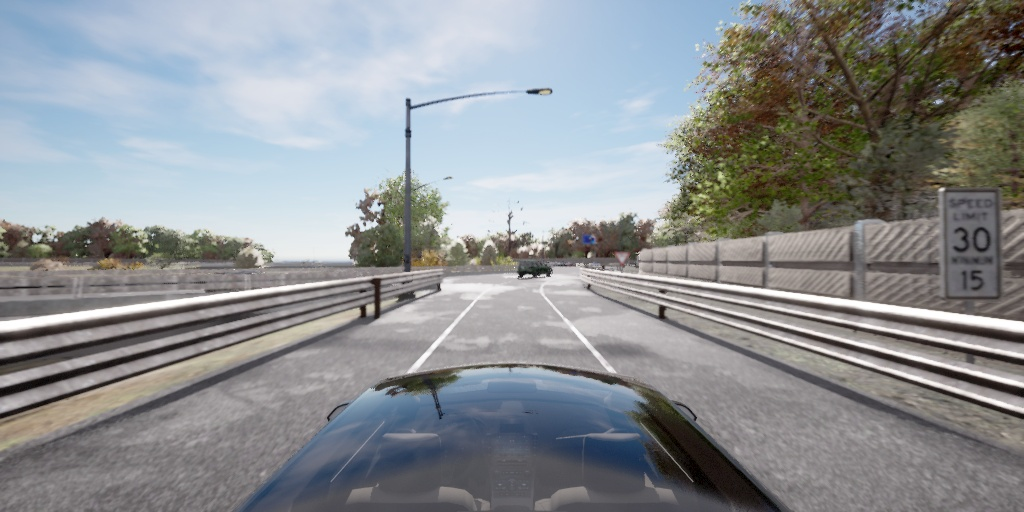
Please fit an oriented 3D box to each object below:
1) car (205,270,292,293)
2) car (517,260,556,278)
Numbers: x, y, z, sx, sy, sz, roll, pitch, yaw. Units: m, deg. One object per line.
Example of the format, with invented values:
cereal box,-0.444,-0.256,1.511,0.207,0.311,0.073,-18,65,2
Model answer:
car,-15.258,1.524,21.033,4.181,1.385,1.994,1,-1,-43
car,2.719,1.503,42.308,2.150,2.045,5.566,0,-1,33
